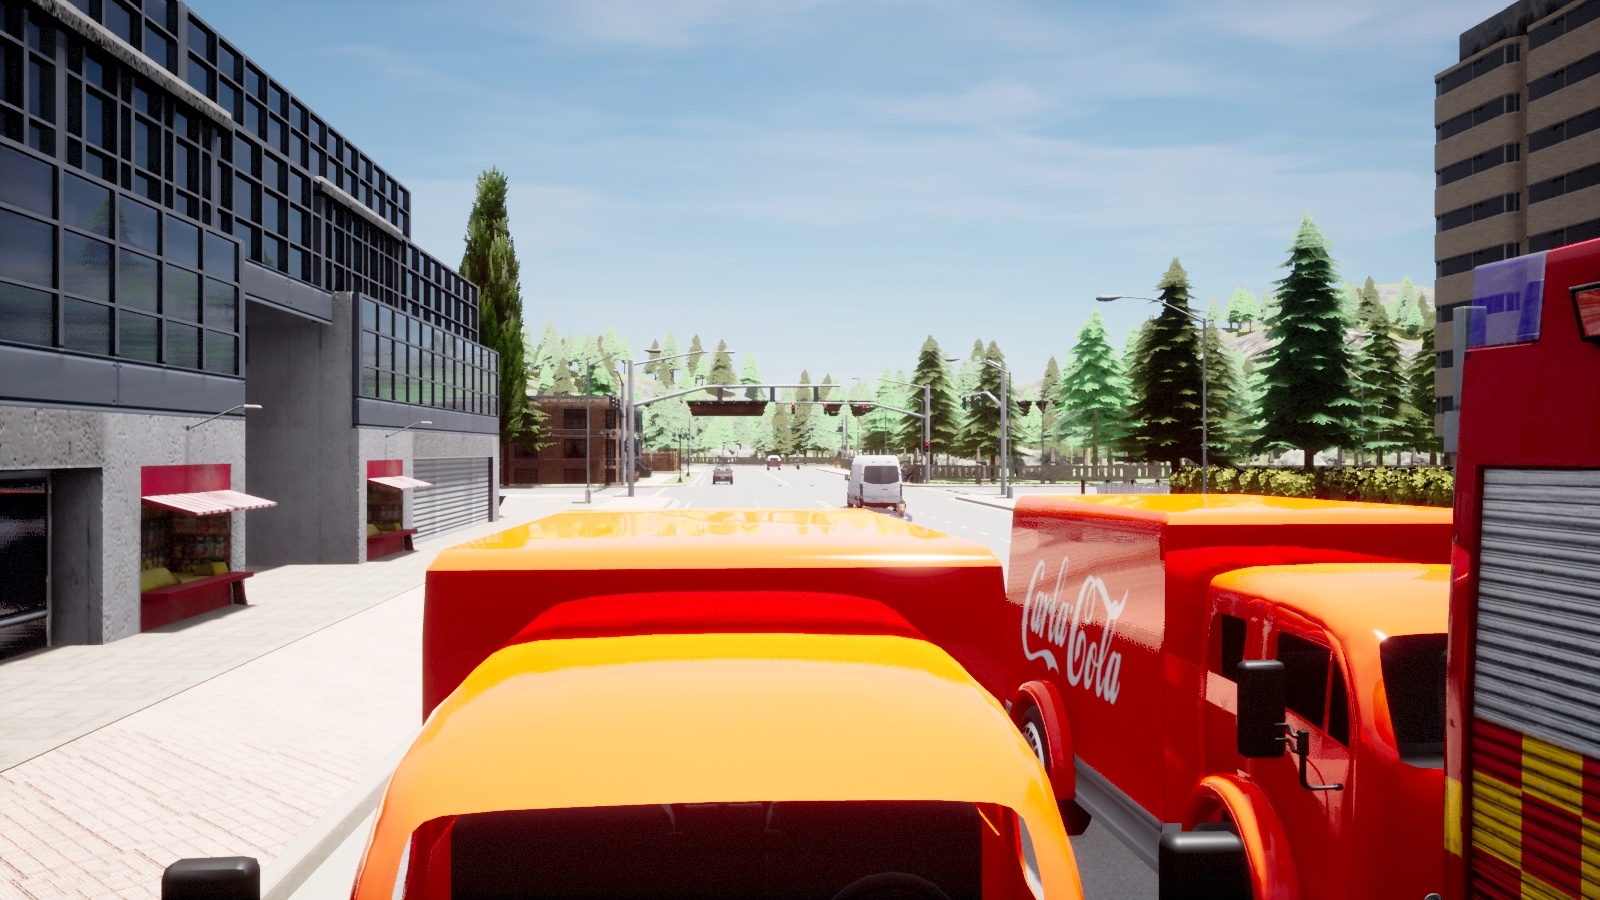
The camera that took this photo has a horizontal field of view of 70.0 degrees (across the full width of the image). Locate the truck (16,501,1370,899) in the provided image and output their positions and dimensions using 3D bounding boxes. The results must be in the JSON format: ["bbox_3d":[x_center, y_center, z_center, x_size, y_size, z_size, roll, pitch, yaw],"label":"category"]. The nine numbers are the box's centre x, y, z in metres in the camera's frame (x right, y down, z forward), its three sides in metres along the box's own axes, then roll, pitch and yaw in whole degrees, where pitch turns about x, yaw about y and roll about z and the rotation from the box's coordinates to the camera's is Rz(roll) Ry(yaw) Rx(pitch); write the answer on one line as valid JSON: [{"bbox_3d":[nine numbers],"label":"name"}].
[{"bbox_3d":[-0.347,1.568,4.821,2.627,2.467,5.204,0,0,-4],"label":"truck"}]

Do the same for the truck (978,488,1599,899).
[{"bbox_3d":[3.003,1.568,7.234,2.627,2.467,5.204,0,0,-4],"label":"truck"}]

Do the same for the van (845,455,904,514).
[{"bbox_3d":[3.411,1.534,53.444,1.988,2.561,5.915,0,0,-4],"label":"van"}]
